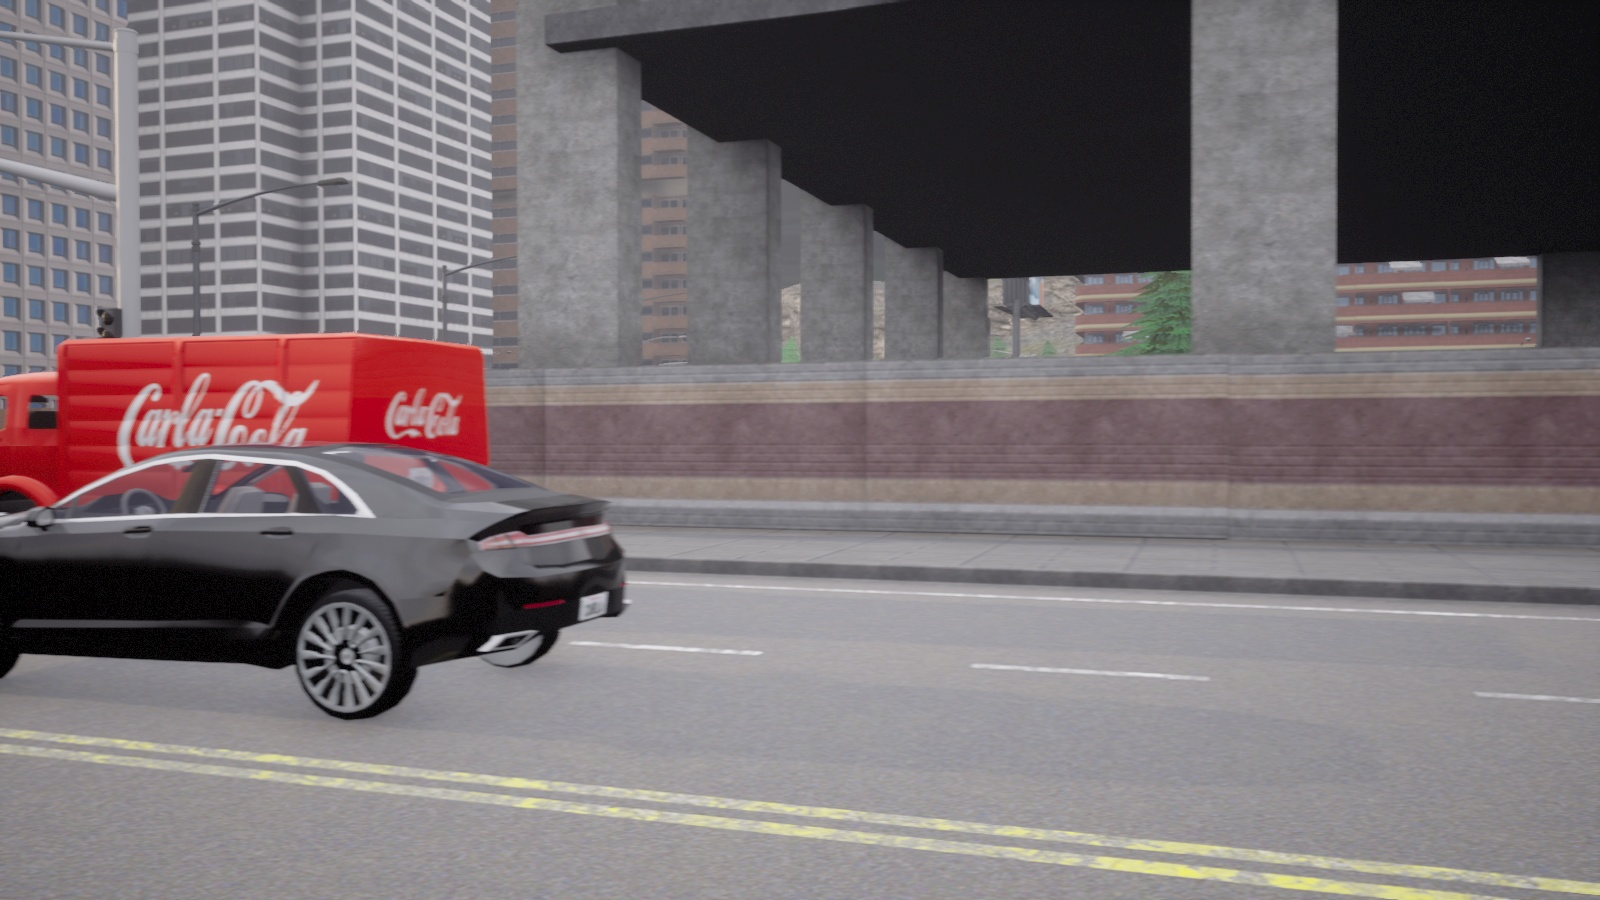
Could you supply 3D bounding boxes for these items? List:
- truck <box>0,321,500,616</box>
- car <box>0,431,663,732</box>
[{"bbox_3d":[-5.994,0.116,12.588,5.204,2.467,2.627,1,1,19],"label":"truck"},{"bbox_3d":[-3.573,0.637,8.086,4.902,1.511,2.128,0,1,19],"label":"car"}]
